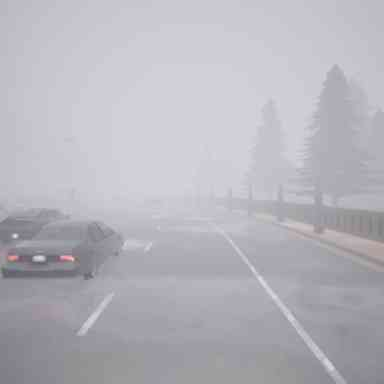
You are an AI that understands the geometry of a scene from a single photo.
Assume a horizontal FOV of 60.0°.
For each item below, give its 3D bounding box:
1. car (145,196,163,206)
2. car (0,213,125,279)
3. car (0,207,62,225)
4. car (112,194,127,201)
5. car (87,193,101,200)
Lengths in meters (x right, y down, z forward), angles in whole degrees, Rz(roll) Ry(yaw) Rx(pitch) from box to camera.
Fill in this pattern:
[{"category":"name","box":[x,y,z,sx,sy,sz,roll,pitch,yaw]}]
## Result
[{"category":"car","box":[-6.077,1.331,52.631,1.882,1.535,5.008,0,0,-21]},{"category":"car","box":[-3.405,1.519,9.914,2.033,1.411,5.357,0,0,0]},{"category":"car","box":[-7.014,1.461,15.476,1.837,1.490,4.892,0,0,-2]},{"category":"car","box":[-15.037,1.155,68.655,1.837,1.490,4.892,0,0,-32]},{"category":"car","box":[-24.218,0.974,81.981,2.097,1.767,4.553,0,0,-41]}]
